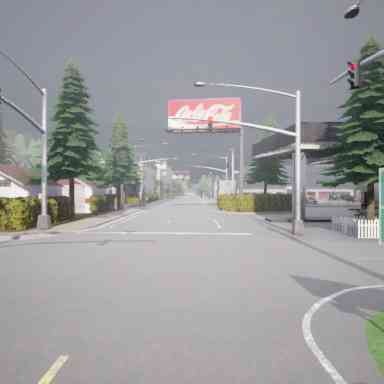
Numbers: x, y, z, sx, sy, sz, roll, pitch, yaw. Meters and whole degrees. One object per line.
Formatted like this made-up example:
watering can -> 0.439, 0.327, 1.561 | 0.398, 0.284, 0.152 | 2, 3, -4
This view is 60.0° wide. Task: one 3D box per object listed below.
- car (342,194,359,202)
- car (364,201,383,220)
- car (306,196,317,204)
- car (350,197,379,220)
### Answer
car -> 34.953, 1.489, 71.732 | 2.007, 1.523, 4.514 | 0, 0, 0
car -> 18.715, 1.672, 30.554 | 4.611, 1.667, 2.242 | 0, 0, 0
car -> 22.544, 1.552, 63.948 | 1.970, 1.475, 3.806 | 0, 0, 0
car -> 14.385, 1.504, 24.887 | 3.866, 1.878, 1.905 | 0, 0, 0
